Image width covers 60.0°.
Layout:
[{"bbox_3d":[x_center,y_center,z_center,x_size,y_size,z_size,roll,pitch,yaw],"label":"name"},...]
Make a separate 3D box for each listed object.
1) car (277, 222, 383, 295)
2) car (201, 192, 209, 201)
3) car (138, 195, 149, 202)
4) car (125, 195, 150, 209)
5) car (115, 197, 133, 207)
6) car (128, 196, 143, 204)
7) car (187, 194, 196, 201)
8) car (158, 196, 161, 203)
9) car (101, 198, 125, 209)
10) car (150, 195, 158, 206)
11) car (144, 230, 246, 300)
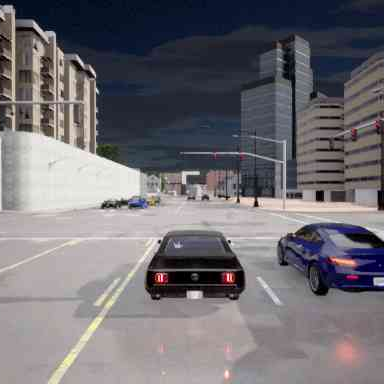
[{"bbox_3d":[3.563,1.508,8.538,1.812,1.442,4.674,0,0,0],"label":"car"},{"bbox_3d":[3.362,1.382,84.581,1.837,1.490,4.892,0,0,0],"label":"car"},{"bbox_3d":[-10.620,1.450,73.166,1.812,1.442,4.674,0,0,0],"label":"car"},{"bbox_3d":[-7.165,1.436,44.389,1.882,1.535,5.008,0,0,0],"label":"car"},{"bbox_3d":[-10.679,1.556,52.857,1.895,1.301,4.718,0,0,0],"label":"car"},{"bbox_3d":[-10.658,1.446,63.008,1.837,1.490,4.892,0,0,0],"label":"car"},{"bbox_3d":[-0.138,1.245,84.646,2.097,1.767,4.553,0,0,0],"label":"car"},{"bbox_3d":[-7.150,1.424,64.284,2.128,1.511,4.902,0,0,1],"label":"car"},{"bbox_3d":[-10.665,1.530,44.097,1.994,1.385,4.181,0,0,0],"label":"car"},{"bbox_3d":[-7.174,1.424,53.847,1.882,1.535,5.008,0,0,0],"label":"car"},{"bbox_3d":[0.062,1.591,8.311,1.895,1.301,4.718,0,0,0],"label":"car"}]
